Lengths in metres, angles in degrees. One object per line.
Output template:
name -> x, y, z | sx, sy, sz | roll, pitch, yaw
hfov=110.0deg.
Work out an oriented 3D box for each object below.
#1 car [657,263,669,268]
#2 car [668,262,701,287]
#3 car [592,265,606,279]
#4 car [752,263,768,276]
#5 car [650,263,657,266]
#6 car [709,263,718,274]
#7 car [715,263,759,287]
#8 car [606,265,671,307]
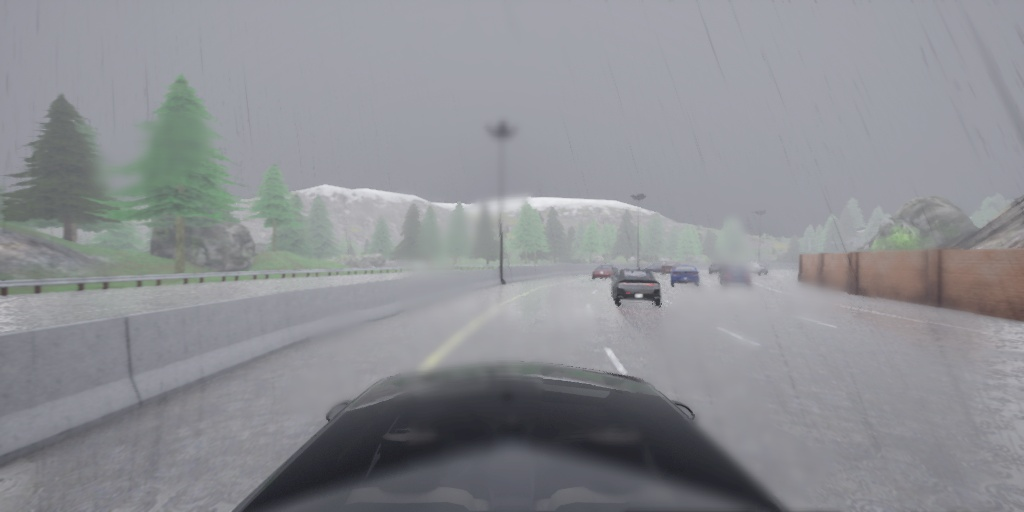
car -> 19.376, 1.515, 42.733 | 1.882, 1.535, 5.008 | -1, -1, 40
car -> 12.934, 1.410, 26.797 | 1.882, 1.535, 5.008 | 0, 0, 25
car -> 9.182, 1.506, 34.553 | 1.994, 1.385, 4.181 | 0, 0, 29
car -> 29.624, 1.629, 43.676 | 4.674, 1.442, 1.812 | 1, 0, -43
car -> 19.770, 1.628, 48.640 | 1.994, 1.385, 4.181 | 0, 0, 44
car -> 26.805, 1.585, 45.857 | 4.902, 1.511, 2.128 | 1, -1, -43
car -> 16.652, 1.502, 26.771 | 2.033, 1.411, 5.357 | 0, 0, 27
car -> 5.532, 1.335, 16.292 | 2.128, 1.511, 4.902 | 0, 0, 14
